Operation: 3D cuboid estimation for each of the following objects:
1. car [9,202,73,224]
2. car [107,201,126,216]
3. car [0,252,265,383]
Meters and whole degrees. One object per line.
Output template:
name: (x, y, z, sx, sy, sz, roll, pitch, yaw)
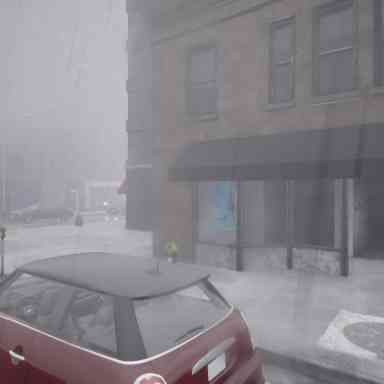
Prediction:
car: (-11.349, 1.516, 25.345, 1.812, 1.442, 4.674, 0, 0, 37)
car: (-6.225, 1.555, 32.622, 1.994, 1.385, 4.181, 0, 0, 35)
car: (-1.376, 1.440, 3.830, 4.097, 1.590, 1.967, 0, 0, 36)
